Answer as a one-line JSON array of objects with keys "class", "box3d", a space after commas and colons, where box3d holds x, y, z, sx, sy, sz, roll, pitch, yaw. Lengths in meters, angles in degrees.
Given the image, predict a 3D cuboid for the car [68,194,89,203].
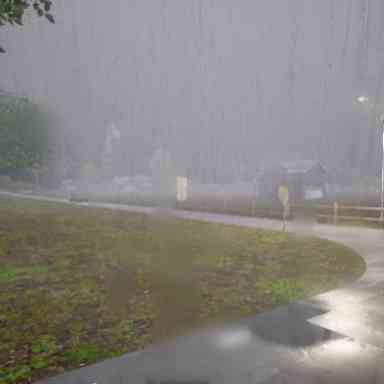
[{"class": "car", "box3d": [-17.710, 0.952, 51.832, 2.033, 1.411, 5.357, 2, -1, -36]}]
